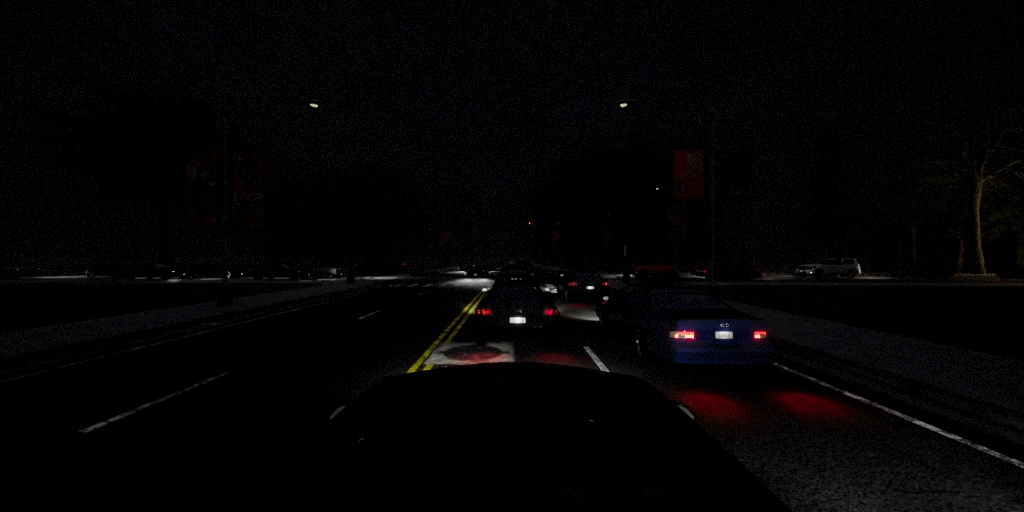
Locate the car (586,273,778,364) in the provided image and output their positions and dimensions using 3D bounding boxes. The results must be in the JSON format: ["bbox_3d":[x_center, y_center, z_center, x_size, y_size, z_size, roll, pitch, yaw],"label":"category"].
[{"bbox_3d":[3.354,1.302,8.195,2.033,1.411,5.357,0,0,0],"label":"car"}]

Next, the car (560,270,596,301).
[{"bbox_3d":[3.358,1.339,17.438,1.994,1.385,4.181,0,0,0],"label":"car"}]

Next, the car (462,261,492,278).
[{"bbox_3d":[-3.330,1.420,34.939,1.895,1.301,4.718,0,0,0],"label":"car"}]

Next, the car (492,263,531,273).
[{"bbox_3d":[0.099,1.283,18.449,1.837,1.490,4.892,0,0,0],"label":"car"}]

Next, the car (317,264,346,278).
[{"bbox_3d":[-18.075,1.365,33.286,4.718,1.301,1.895,0,0,-1],"label":"car"}]

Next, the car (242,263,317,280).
[{"bbox_3d":[-19.388,1.280,30.033,4.674,1.442,1.812,0,0,-2],"label":"car"}]

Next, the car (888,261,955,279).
[{"bbox_3d":[42.660,1.567,37.146,4.902,1.511,2.128,0,0,0],"label":"car"}]

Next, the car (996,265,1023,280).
[{"bbox_3d":[48.923,1.610,33.772,4.902,1.511,2.128,1,0,0],"label":"car"}]

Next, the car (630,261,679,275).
[{"bbox_3d":[14.601,1.265,36.946,4.553,1.767,2.097,0,0,-1],"label":"car"}]

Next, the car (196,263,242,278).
[{"bbox_3d":[-27.217,1.332,33.201,4.718,1.301,1.895,0,0,-1],"label":"car"}]

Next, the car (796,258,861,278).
[{"bbox_3d":[32.677,1.230,37.096,5.566,2.045,2.150,0,0,0],"label":"car"}]

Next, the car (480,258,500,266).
[{"bbox_3d":[-3.323,1.462,53.121,2.033,1.411,5.357,0,0,0],"label":"car"}]

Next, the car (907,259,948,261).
[{"bbox_3d":[45.927,1.327,40.394,5.566,2.045,2.150,0,0,0],"label":"car"}]

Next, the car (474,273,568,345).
[{"bbox_3d":[0.107,1.320,9.544,1.994,1.385,4.181,0,0,0],"label":"car"}]

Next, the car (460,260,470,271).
[{"bbox_3d":[-6.572,1.404,53.108,2.128,1.511,4.902,0,0,0],"label":"car"}]

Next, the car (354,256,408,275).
[{"bbox_3d":[-14.469,1.009,39.779,5.566,2.045,2.150,0,1,-6],"label":"car"}]

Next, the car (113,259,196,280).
[{"bbox_3d":[-29.711,1.243,29.927,4.674,1.442,1.812,0,0,-1],"label":"car"}]

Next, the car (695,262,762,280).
[{"bbox_3d":[20.175,1.483,33.565,5.357,1.411,2.033,0,0,0],"label":"car"}]

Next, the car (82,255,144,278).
[{"bbox_3d":[-36.177,1.055,33.123,4.553,1.767,2.097,0,0,0],"label":"car"}]

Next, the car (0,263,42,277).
[{"bbox_3d":[-46.743,1.276,33.054,4.718,1.301,1.895,0,0,0],"label":"car"}]
